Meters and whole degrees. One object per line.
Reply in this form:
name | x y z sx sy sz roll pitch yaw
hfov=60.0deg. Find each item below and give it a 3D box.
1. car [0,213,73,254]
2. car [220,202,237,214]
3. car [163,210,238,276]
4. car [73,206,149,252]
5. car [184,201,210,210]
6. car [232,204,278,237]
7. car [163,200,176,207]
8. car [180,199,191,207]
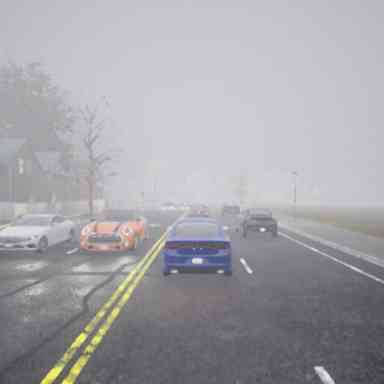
car | -6.460 1.643 14.135 1.812 1.442 4.674 0 0 1
car | 4.160 1.788 36.430 1.882 1.535 5.008 0 0 2
car | 0.178 1.566 10.739 1.882 1.535 5.008 0 0 1
car | -3.199 1.472 14.476 2.097 1.767 4.553 0 0 1
car | 0.657 1.803 30.126 2.033 1.411 5.357 0 -1 2
car | 3.597 1.662 19.057 1.837 1.490 4.892 0 -1 1
car | -4.248 2.180 62.877 1.895 1.301 4.718 0 -1 4
car | -1.035 2.057 62.341 2.128 1.511 4.902 0 -1 5
